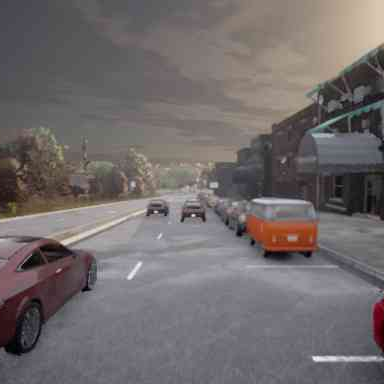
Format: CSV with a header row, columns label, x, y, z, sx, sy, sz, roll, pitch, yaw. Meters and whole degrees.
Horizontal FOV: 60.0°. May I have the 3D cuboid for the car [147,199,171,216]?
label,x,y,z,sx,sy,sz,roll,pitch,yaw
car,-3.144,1.462,31.460,1.837,1.490,4.892,0,0,0

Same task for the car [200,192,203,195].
label,x,y,z,sx,sy,sz,roll,pitch,yaw
car,3.227,1.388,67.864,2.231,1.521,4.892,0,0,0

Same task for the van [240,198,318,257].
label,x,y,z,sx,sy,sz,roll,pitch,yaw
van,3.227,1.236,12.859,1.878,1.987,4.442,0,0,0

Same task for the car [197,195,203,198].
label,x,y,z,sx,sy,sz,roll,pitch,yaw
car,0.108,1.467,43.050,1.812,1.442,4.674,0,0,0

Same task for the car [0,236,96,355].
label,x,y,z,sx,sy,sz,roll,pitch,yaw
car,-3.148,1.518,5.943,1.812,1.442,4.674,0,0,0

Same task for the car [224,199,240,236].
label,x,y,z,sx,sy,sz,roll,pitch,yaw
car,3.228,1.329,18.237,2.185,1.767,4.553,0,0,0

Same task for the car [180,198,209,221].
label,x,y,z,sx,sy,sz,roll,pitch,yaw
car,0.105,1.467,26.533,1.837,1.490,4.892,0,0,0

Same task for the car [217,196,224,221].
label,x,y,z,sx,sy,sz,roll,pitch,yaw
car,3.229,1.322,23.762,2.185,1.767,4.553,0,0,0

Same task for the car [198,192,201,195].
label,x,y,z,sx,sy,sz,roll,pitch,yaw
car,3.220,1.121,79.074,2.435,2.045,5.566,0,0,0

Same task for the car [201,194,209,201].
label,x,y,z,sx,sy,sz,roll,pitch,yaw
car,3.216,1.361,84.757,1.946,1.575,5.366,0,0,0

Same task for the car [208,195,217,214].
label,x,y,z,sx,sy,sz,roll,pitch,yaw
car,3.231,1.434,34.712,2.231,1.521,4.892,0,0,0

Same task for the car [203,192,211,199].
label,x,y,z,sx,sy,sz,roll,pitch,yaw
car,3.236,1.284,51.263,2.185,1.767,4.553,0,0,0

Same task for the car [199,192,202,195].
label,x,y,z,sx,sy,sz,roll,pitch,yaw
car,3.225,1.381,73.391,2.231,1.521,4.892,0,0,0
